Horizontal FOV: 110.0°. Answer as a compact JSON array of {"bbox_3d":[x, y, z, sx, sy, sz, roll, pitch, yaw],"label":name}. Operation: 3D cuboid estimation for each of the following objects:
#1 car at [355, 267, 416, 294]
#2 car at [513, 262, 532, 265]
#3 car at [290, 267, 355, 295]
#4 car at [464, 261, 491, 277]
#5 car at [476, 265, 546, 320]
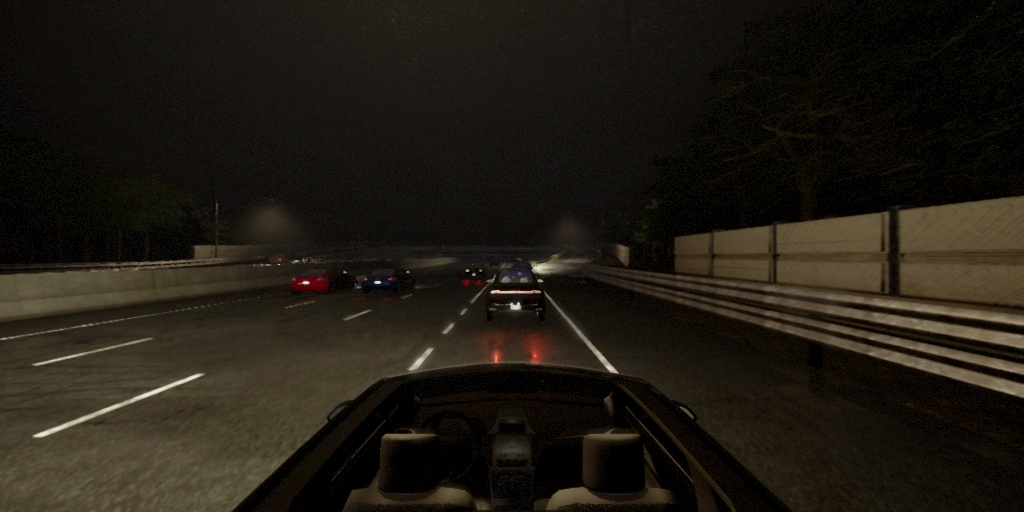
[{"bbox_3d":[-6.867,1.321,20.355,1.994,1.385,4.181,0,0,0],"label":"car"},{"bbox_3d":[0.949,1.241,30.852,1.882,1.535,5.008,0,0,7],"label":"car"},{"bbox_3d":[-10.367,1.320,20.059,1.994,1.385,4.181,0,0,0],"label":"car"},{"bbox_3d":[-3.430,1.365,34.721,1.895,1.301,4.718,0,0,0],"label":"car"},{"bbox_3d":[0.114,1.246,12.612,2.128,1.511,4.902,0,0,0],"label":"car"}]
